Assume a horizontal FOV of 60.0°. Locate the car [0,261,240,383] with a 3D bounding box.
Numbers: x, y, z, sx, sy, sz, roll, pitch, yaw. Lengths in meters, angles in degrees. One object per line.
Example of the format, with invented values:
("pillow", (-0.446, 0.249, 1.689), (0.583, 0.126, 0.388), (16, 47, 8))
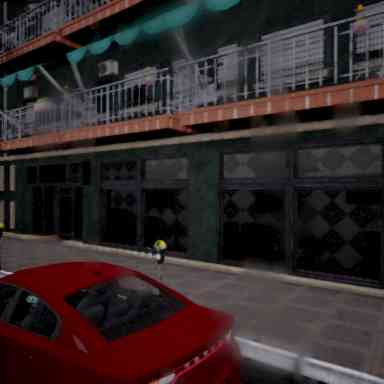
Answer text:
("car", (-1.629, 1.540, 4.031), (4.507, 1.381, 1.887), (0, 0, 35))
